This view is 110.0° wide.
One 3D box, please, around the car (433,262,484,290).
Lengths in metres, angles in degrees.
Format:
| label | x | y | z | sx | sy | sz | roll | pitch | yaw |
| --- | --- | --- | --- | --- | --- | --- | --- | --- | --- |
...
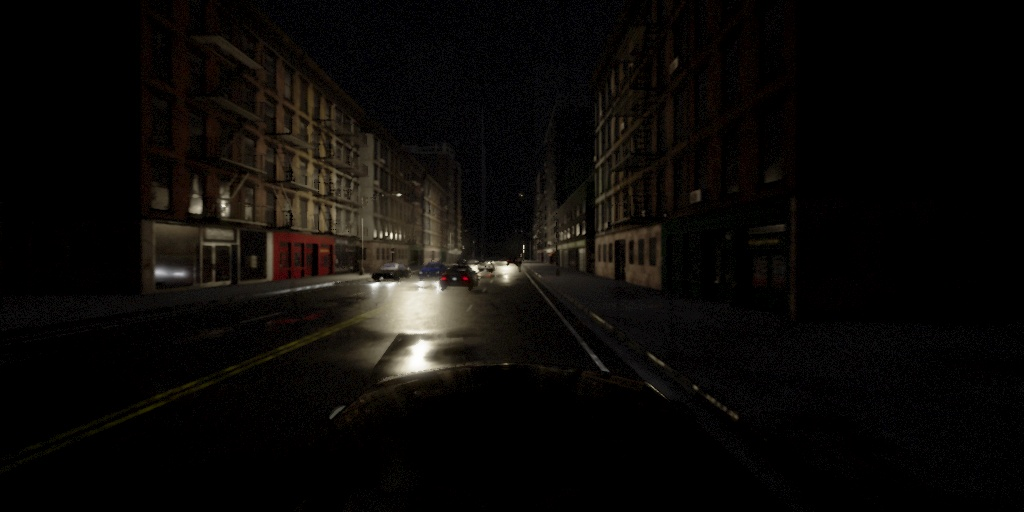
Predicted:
| label | x | y | z | sx | sy | sz | roll | pitch | yaw |
| --- | --- | --- | --- | --- | --- | --- | --- | --- | --- |
| car | -3.148 | 1.297 | 22.129 | 2.033 | 1.411 | 5.357 | 0 | 0 | 0 |

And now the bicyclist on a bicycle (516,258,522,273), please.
| label | x | y | z | sx | sy | sz | roll | pitch | yaw |
| --- | --- | --- | --- | --- | --- | --- | --- | --- | --- |
| bicyclist on a bicycle | 0.899 | 1.122 | 42.241 | 0.659 | 1.776 | 1.843 | 0 | 0 | 0 |

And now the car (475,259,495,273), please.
| label | x | y | z | sx | sy | sz | roll | pitch | yaw |
| --- | --- | --- | --- | --- | --- | --- | --- | --- | --- |
| car | -3.144 | 1.352 | 44.516 | 1.895 | 1.301 | 4.718 | 0 | 0 | 0 |

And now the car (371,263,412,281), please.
| label | x | y | z | sx | sy | sz | roll | pitch | yaw |
| --- | --- | --- | --- | --- | --- | --- | --- | --- | --- |
| car | -9.844 | 1.298 | 29.777 | 2.033 | 1.411 | 5.357 | 0 | 0 | 0 |

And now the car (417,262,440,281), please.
| label | x | y | z | sx | sy | sz | roll | pitch | yaw |
| --- | --- | --- | --- | --- | --- | --- | --- | --- | --- |
| car | -6.591 | 1.276 | 30.569 | 1.812 | 1.442 | 4.674 | 0 | 0 | 0 |
